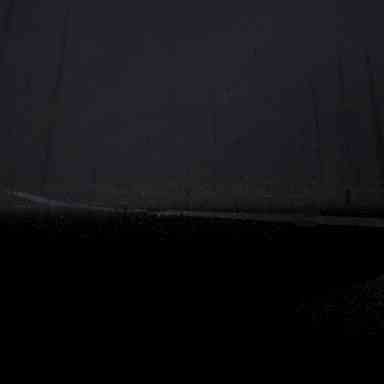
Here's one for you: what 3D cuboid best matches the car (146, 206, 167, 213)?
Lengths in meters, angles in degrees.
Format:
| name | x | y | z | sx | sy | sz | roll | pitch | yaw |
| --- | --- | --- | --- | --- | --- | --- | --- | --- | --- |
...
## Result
| name | x | y | z | sx | sy | sz | roll | pitch | yaw |
| --- | --- | --- | --- | --- | --- | --- | --- | --- | --- |
| car | -6.279 | 3.052 | 58.736 | 1.895 | 1.301 | 4.718 | -3 | 0 | -35 |
